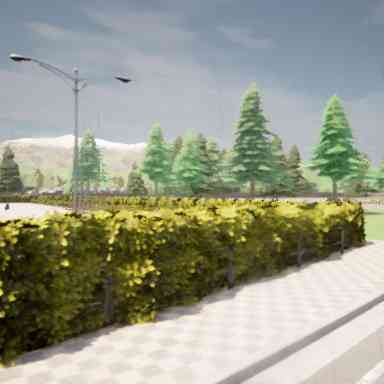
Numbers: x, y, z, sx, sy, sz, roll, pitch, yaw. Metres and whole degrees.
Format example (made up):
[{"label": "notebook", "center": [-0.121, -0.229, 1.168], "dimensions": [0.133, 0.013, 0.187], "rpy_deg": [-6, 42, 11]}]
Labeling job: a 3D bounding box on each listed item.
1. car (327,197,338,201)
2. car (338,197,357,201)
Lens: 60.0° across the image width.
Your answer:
[{"label": "car", "center": [33.592, 1.814, 78.796], "dimensions": [2.128, 1.511, 4.902], "rpy_deg": [0, 0, 6]}, {"label": "car", "center": [32.534, 1.838, 68.910], "dimensions": [1.812, 1.442, 4.674], "rpy_deg": [0, 0, 6]}]
